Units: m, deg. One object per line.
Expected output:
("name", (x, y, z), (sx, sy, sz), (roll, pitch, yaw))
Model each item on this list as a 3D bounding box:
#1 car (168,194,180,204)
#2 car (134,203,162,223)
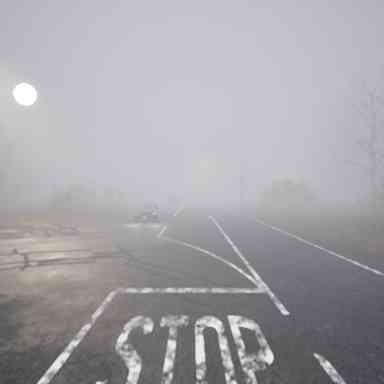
("car", (-3.490, 1.344, 65.434), (2.150, 2.045, 5.566), (0, 0, 0))
("car", (-3.451, 1.595, 26.779), (1.812, 1.442, 4.674), (0, 0, 0))
